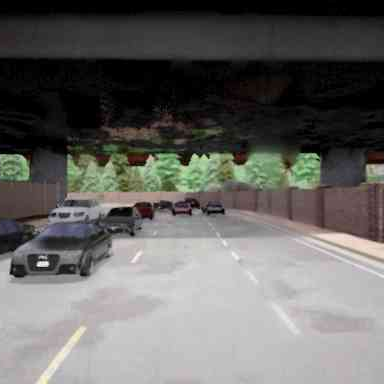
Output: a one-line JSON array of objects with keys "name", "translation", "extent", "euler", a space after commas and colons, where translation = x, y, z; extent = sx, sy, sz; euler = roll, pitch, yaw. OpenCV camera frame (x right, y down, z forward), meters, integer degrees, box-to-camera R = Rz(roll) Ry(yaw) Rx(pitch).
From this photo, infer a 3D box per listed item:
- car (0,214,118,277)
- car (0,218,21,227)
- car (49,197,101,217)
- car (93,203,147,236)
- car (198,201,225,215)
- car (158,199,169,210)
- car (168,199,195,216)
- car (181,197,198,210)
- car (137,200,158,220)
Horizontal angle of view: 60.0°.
[{"name": "car", "translation": [-3.787, 1.624, 10.316], "extent": [1.994, 1.385, 4.181], "euler": [0, 0, -2]}, {"name": "car", "translation": [-7.307, 1.632, 11.590], "extent": [2.033, 1.411, 5.357], "euler": [0, 0, -1]}, {"name": "car", "translation": [-7.539, 1.349, 22.190], "extent": [2.150, 2.045, 5.566], "euler": [0, 0, -1]}, {"name": "car", "translation": [-3.984, 1.601, 19.154], "extent": [1.837, 1.490, 4.892], "euler": [0, 0, -1]}, {"name": "car", "translation": [2.225, 1.691, 35.889], "extent": [1.994, 1.385, 4.181], "euler": [0, 0, -8]}, {"name": "car", "translation": [-4.086, 1.707, 45.605], "extent": [1.837, 1.490, 4.892], "euler": [0, 0, -26]}, {"name": "car", "translation": [-1.126, 1.705, 34.713], "extent": [1.994, 1.385, 4.181], "euler": [0, 0, -6]}, {"name": "car", "translation": [-0.814, 1.537, 46.839], "extent": [2.097, 1.767, 4.553], "euler": [0, 0, -26]}, {"name": "car", "translation": [-4.306, 1.616, 29.610], "extent": [1.882, 1.535, 5.008], "euler": [0, 0, -3]}]
